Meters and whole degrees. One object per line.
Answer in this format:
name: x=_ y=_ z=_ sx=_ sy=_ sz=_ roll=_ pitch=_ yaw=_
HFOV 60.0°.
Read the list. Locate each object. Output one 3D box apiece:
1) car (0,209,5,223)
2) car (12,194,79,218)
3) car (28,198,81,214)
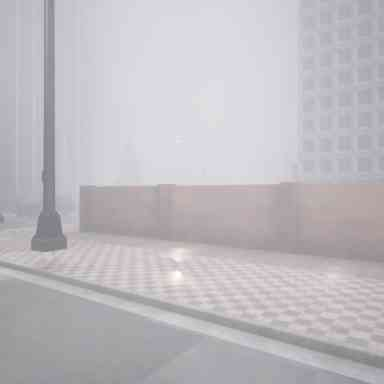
car: x=-13.653 y=1.221 z=18.633 sx=2.150 sy=2.045 sz=5.566 roll=0 pitch=0 yaw=35
car: x=-13.702 y=1.220 z=31.095 sx=2.150 sy=2.045 sz=5.566 roll=0 pitch=0 yaw=35
car: x=-14.661 y=1.476 z=35.815 sx=1.882 sy=1.535 sz=5.008 roll=0 pitch=0 yaw=35
